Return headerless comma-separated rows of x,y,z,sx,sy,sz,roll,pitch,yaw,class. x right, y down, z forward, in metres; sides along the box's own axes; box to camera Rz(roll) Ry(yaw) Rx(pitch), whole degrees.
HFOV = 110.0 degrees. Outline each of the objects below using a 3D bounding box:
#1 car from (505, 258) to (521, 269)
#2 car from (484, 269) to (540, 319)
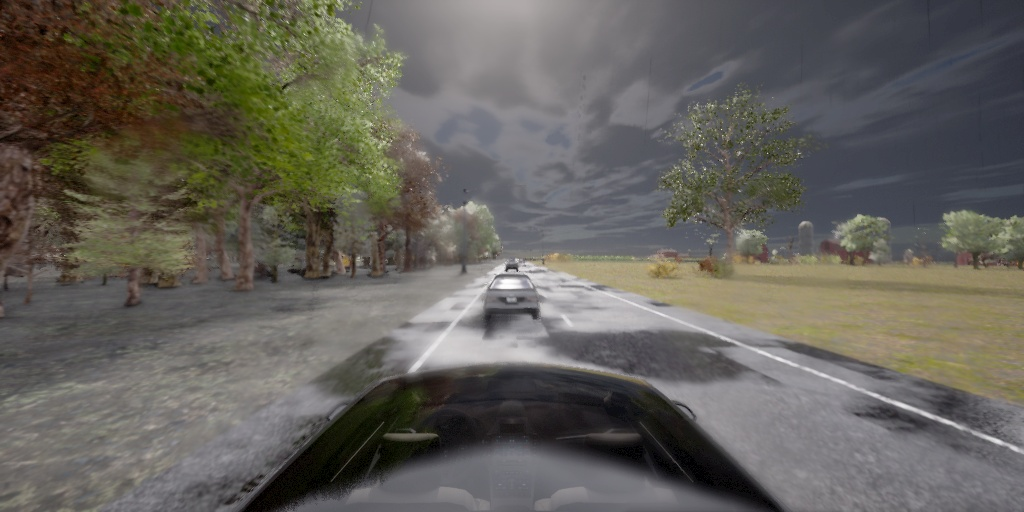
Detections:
-0.013,1.510,53.426,1.837,1.490,4.892,0,0,0,car
-0.004,1.357,13.035,2.033,1.411,5.357,0,0,0,car
